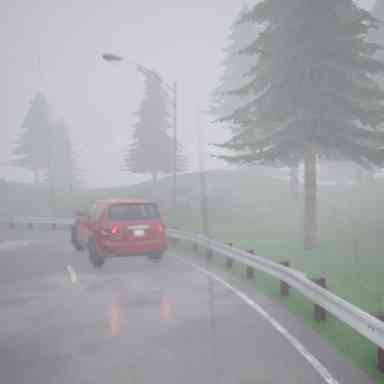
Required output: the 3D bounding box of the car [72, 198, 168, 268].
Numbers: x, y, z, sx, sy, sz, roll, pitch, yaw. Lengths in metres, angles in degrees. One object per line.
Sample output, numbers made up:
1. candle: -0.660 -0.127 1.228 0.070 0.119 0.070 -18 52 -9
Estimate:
1. car: -2.752 1.234 11.775 2.150 2.045 5.566 0 0 -28
